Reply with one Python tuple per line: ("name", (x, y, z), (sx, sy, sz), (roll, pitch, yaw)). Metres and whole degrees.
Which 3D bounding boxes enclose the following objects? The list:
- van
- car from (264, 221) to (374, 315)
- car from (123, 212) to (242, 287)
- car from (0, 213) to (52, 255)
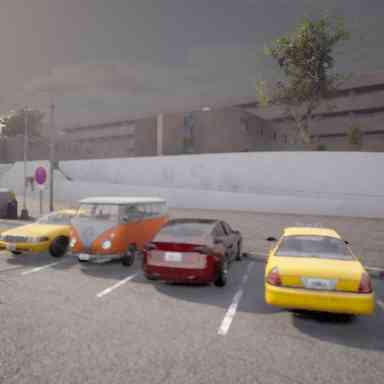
("van", (-2.245, 1.152, 10.923), (1.878, 1.987, 4.442), (1, 0, 15))
("car", (2.693, 1.459, 7.768), (1.946, 1.575, 5.366), (1, 0, 15))
("car", (0.216, 1.449, 9.341), (2.163, 1.488, 4.792), (1, 0, 15))
("car", (-4.700, 1.334, 12.581), (1.946, 1.575, 5.366), (1, 0, 15))
